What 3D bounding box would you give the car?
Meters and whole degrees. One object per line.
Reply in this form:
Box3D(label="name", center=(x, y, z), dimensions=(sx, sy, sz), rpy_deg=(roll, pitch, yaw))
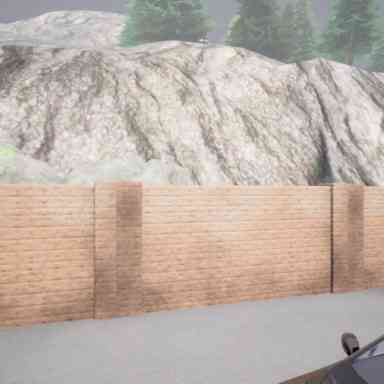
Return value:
Box3D(label="car", center=(2.193, 1.492, 1.896), dimensions=(4.902, 1.511, 2.128), rpy_deg=(0, 0, -18))
